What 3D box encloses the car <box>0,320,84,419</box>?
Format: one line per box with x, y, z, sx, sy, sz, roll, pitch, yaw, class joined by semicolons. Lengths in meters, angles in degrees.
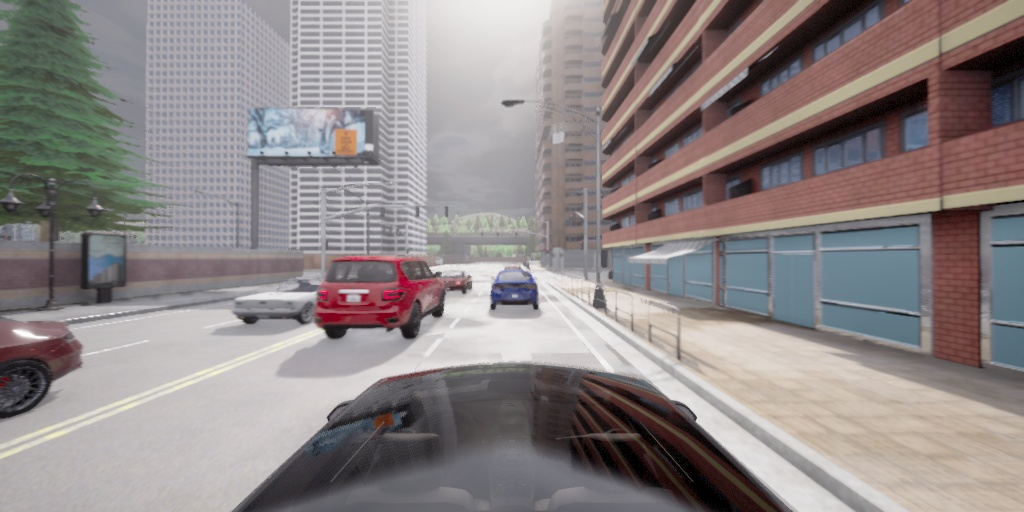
-7.096;1.285;3.216;1.812;1.442;4.674;0;0;0;car

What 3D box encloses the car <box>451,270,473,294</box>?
-3.407;1.468;21.115;1.895;1.301;4.718;0;0;0;car

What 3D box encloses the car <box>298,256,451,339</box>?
-3.408;1.024;10.401;2.150;2.045;5.566;0;0;0;car

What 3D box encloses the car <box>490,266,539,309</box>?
0.093;1.310;15.378;1.882;1.535;5.008;0;0;0;car

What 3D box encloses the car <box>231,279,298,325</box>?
-7.005;1.414;12.292;1.895;1.301;4.718;0;0;0;car
